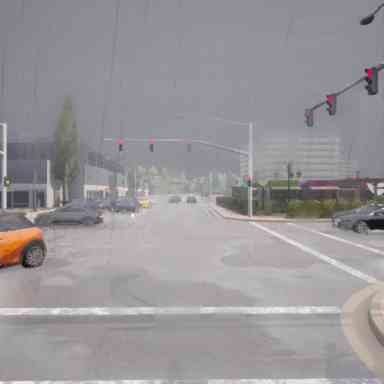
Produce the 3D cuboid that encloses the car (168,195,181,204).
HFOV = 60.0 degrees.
[{"bbox_3d":[-3.575,1.547,64.648,2.033,1.411,5.357,0,0,0],"label":"car"}]

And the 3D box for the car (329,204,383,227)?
[{"bbox_3d":[11.779,1.526,21.998,4.674,1.442,1.812,0,0,1],"label":"car"}]

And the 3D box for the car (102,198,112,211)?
[{"bbox_3d":[-10.643,1.491,41.489,2.128,1.511,4.902,0,0,0],"label":"car"}]

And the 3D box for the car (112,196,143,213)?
[{"bbox_3d":[-7.130,1.352,37.184,2.097,1.767,4.553,0,0,0],"label":"car"}]

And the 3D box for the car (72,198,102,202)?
[{"bbox_3d":[-10.714,1.352,32.341,2.097,1.767,4.553,0,0,2],"label":"car"}]

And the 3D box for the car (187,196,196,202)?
[{"bbox_3d":[-0.088,1.468,74.958,1.895,1.301,4.718,0,0,0],"label":"car"}]

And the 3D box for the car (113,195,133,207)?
[{"bbox_3d":[-10.647,1.353,51.498,2.097,1.767,4.553,0,0,0],"label":"car"}]

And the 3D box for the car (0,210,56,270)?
[{"bbox_3d":[-6.142,1.352,8.631,2.097,1.767,4.553,0,0,23],"label":"car"}]

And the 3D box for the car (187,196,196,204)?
[{"bbox_3d":[-0.075,1.491,64.652,2.128,1.511,4.902,0,0,0],"label":"car"}]

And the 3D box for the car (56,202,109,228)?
[{"bbox_3d":[-7.943,1.564,21.739,4.181,1.385,1.994,0,0,-1],"label":"car"}]

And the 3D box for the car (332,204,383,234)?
[{"bbox_3d":[10.425,1.492,18.463,4.902,1.511,2.128,0,0,-1],"label":"car"}]

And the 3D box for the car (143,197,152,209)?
[{"bbox_3d":[-7.139,1.477,46.306,1.882,1.535,5.008,0,0,0],"label":"car"}]

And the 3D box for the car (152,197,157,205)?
[{"bbox_3d":[-7.135,1.526,57.082,1.812,1.442,4.674,0,0,0],"label":"car"}]

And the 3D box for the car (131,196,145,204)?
[{"bbox_3d":[-10.602,1.504,65.851,1.837,1.490,4.892,0,0,0],"label":"car"}]

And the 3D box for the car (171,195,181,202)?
[{"bbox_3d":[-3.587,1.425,74.922,1.994,1.385,4.181,0,0,0],"label":"car"}]
